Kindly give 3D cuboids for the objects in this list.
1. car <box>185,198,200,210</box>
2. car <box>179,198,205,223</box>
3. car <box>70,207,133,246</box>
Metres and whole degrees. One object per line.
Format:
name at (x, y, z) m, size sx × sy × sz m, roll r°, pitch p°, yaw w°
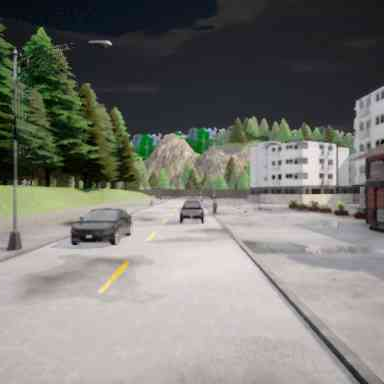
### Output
car at (0.077, 1.521, 43.680) m, size 1.837 × 1.490 × 4.892 m, roll 0°, pitch 0°, yaw 0°
car at (0.018, 1.502, 25.768) m, size 2.128 × 1.511 × 4.902 m, roll 0°, pitch 0°, yaw 0°
car at (-4.015, 1.484, 15.496) m, size 1.882 × 1.535 × 5.008 m, roll 0°, pitch 0°, yaw 0°
